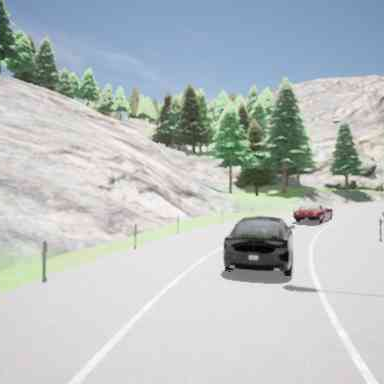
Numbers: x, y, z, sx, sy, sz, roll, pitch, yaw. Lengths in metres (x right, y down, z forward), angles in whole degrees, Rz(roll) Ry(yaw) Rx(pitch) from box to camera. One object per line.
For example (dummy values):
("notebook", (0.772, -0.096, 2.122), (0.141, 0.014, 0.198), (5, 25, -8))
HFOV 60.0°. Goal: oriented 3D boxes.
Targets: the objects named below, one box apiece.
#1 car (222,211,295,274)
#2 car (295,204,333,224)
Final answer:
("car", (2.303, 1.522, 10.917), (1.882, 1.535, 5.008), (0, 0, 17))
("car", (9.097, 1.536, 24.697), (1.895, 1.301, 4.718), (0, 1, 34))
